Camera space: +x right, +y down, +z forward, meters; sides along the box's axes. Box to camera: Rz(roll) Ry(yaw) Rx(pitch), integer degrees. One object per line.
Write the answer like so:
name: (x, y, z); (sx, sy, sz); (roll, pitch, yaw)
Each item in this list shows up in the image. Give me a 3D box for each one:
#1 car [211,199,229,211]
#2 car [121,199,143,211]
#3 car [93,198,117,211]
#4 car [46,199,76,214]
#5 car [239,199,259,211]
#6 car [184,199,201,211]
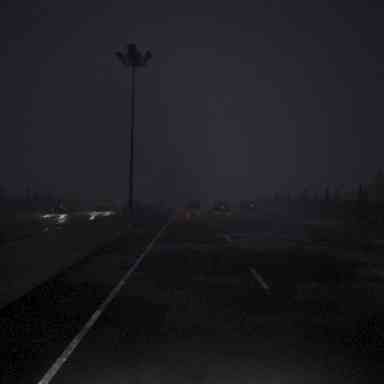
car: (3.610, 1.562, 41.912); (1.812, 1.442, 4.674); (0, 0, 0)
car: (-7.085, 1.582, 39.720); (2.033, 1.411, 5.357); (0, 0, 0)
car: (-10.580, 1.513, 40.621); (1.882, 1.535, 5.008); (0, 0, 0)
car: (-14.085, 1.537, 35.968); (1.837, 1.490, 4.892); (0, 0, 0)
car: (7.110, 1.600, 41.648); (1.994, 1.385, 4.181); (0, 0, 0)
car: (0.110, 1.562, 42.010); (1.812, 1.442, 4.674); (0, 0, 0)
